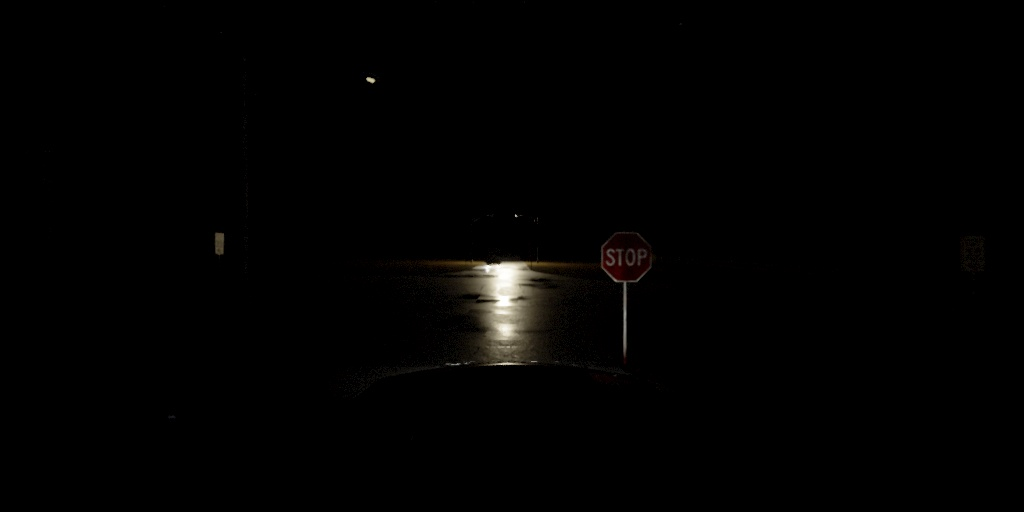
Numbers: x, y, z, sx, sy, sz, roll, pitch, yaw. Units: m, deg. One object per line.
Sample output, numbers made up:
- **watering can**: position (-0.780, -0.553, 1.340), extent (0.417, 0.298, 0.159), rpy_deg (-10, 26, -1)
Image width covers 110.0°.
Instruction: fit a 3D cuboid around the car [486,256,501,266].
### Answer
- **car**: position (-2.585, 0.635, 49.928), extent (1.895, 1.301, 4.718), rpy_deg (0, 1, 0)
